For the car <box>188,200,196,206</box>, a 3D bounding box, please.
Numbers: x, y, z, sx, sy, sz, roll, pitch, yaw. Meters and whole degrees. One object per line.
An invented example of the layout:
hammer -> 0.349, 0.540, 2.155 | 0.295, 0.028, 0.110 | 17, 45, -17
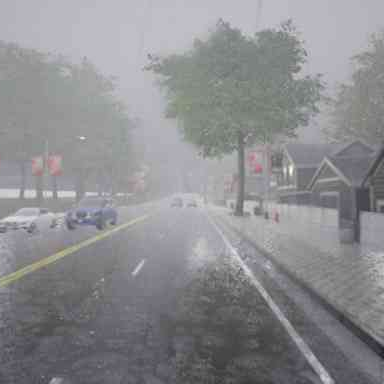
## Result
car -> 0.033, 2.550, 78.818 | 1.837, 1.490, 4.892 | 0, -1, 0

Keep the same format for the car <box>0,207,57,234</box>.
car -> -9.803, 1.667, 20.262 | 1.812, 1.442, 4.674 | 0, -1, 0

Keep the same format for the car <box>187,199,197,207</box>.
car -> 0.029, 2.448, 68.810 | 1.994, 1.385, 4.181 | 0, -1, 0

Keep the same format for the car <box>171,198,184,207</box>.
car -> -3.221, 2.448, 68.824 | 1.994, 1.385, 4.181 | 0, -1, 0

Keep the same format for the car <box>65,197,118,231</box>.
car -> -6.535, 1.383, 22.359 | 2.150, 2.045, 5.566 | 0, -1, 1
